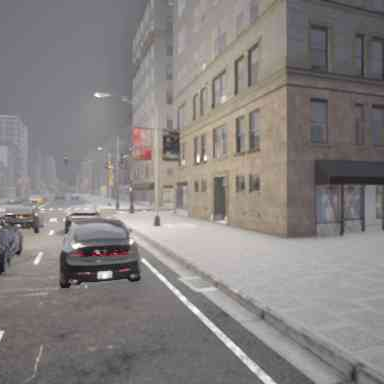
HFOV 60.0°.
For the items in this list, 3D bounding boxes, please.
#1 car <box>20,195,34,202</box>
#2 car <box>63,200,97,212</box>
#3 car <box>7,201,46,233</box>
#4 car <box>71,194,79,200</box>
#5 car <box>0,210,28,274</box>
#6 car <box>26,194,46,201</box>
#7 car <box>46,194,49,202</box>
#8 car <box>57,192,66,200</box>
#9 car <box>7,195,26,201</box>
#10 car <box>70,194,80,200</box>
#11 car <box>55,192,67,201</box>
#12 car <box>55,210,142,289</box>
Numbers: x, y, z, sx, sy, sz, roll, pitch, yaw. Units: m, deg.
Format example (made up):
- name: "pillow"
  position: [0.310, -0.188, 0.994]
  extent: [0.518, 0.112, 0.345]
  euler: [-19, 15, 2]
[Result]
- name: "car"
  position: [-35.474, 1.393, 71.569]
  extent: [2.033, 1.411, 5.357]
  euler: [0, 0, -20]
- name: "car"
  position: [-6.206, 1.448, 18.912]
  extent: [2.128, 1.511, 4.902]
  euler: [0, 0, -20]
- name: "car"
  position: [-9.525, 1.465, 18.837]
  extent: [1.837, 1.490, 4.892]
  euler: [0, 0, -20]
- name: "car"
  position: [-30.687, 1.177, 87.087]
  extent: [1.837, 1.490, 4.892]
  euler: [0, 0, -20]
- name: "car"
  position: [-6.370, 1.504, 10.056]
  extent: [1.812, 1.442, 4.674]
  euler: [0, 0, -20]
- name: "car"
  position: [-27.204, 1.361, 58.035]
  extent: [1.882, 1.535, 5.008]
  euler: [0, 0, -19]
- name: "car"
  position: [-32.294, 1.205, 72.327]
  extent: [2.097, 1.767, 4.553]
  euler: [0, 0, -20]
- name: "car"
  position: [-33.756, 0.907, 86.017]
  extent: [2.150, 2.045, 5.566]
  euler: [0, 0, -20]
- name: "car"
  position: [-30.264, 1.380, 56.944]
  extent: [2.128, 1.511, 4.902]
  euler: [0, 0, -19]
- name: "car"
  position: [-27.165, 1.306, 77.281]
  extent: [1.882, 1.535, 5.008]
  euler: [0, 0, -20]
- name: "car"
  position: [-30.234, 1.059, 76.210]
  extent: [2.150, 2.045, 5.566]
  euler: [0, 0, -20]
- name: "car"
  position: [-2.638, 1.483, 9.262]
  extent: [1.837, 1.490, 4.892]
  euler: [0, 0, -20]
